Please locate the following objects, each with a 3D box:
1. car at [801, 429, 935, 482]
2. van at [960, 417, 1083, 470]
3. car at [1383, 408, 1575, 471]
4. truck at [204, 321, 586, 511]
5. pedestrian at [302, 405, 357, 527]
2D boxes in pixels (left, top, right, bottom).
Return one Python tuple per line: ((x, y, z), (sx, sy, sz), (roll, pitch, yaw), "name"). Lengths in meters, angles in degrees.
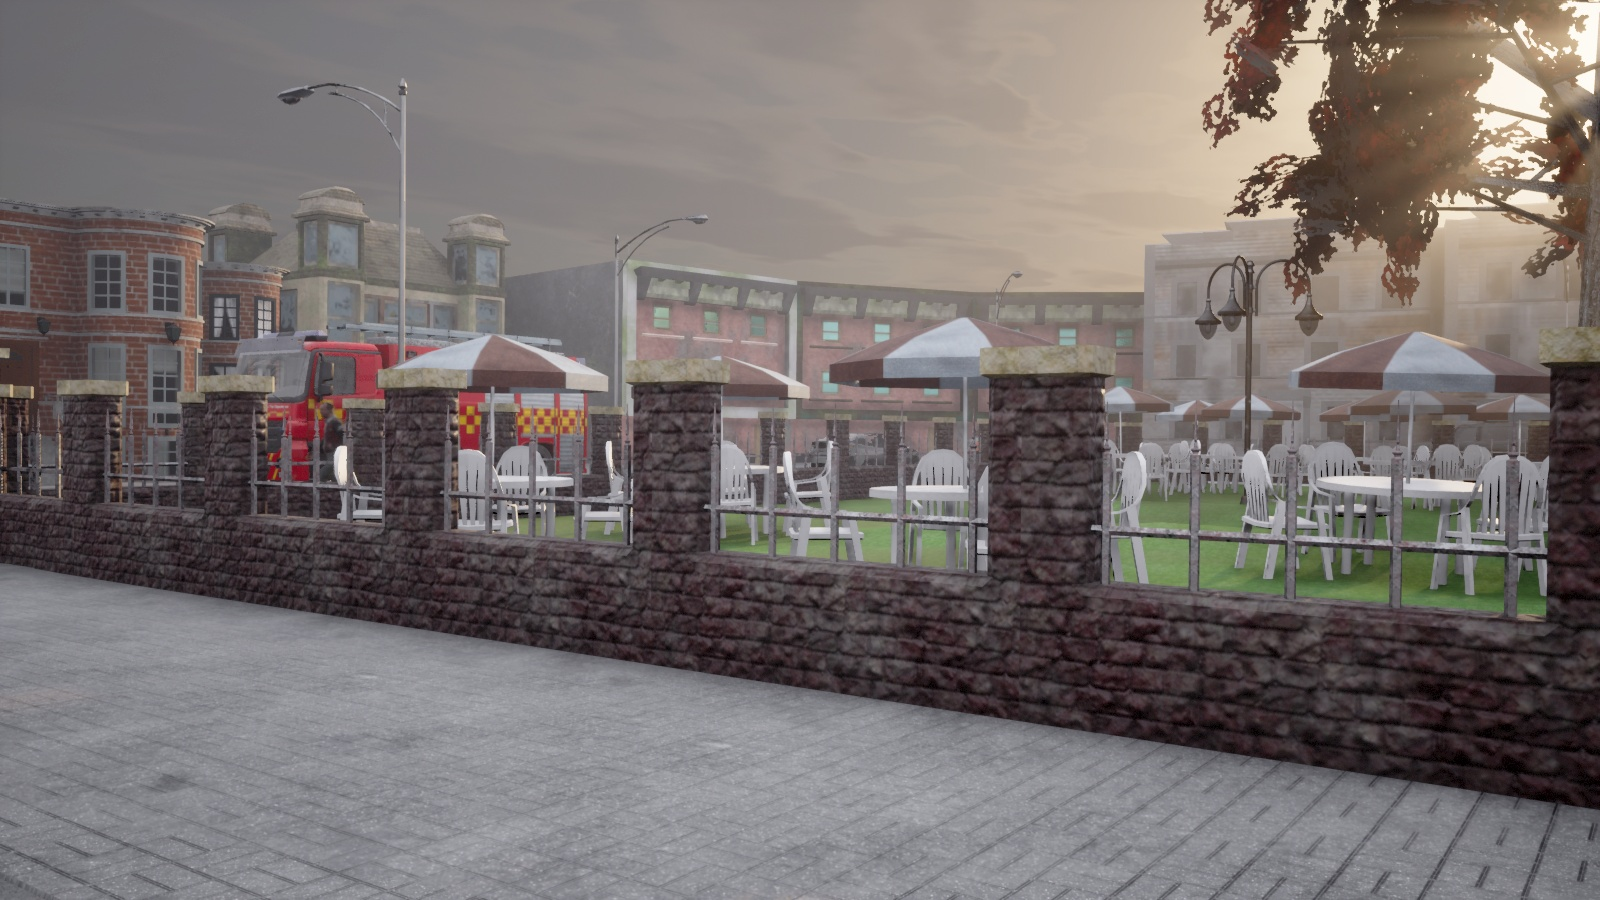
((2.156, 0.130, 38.719), (2.007, 1.525, 4.514), (0, 1, 35), "car")
((8.686, -0.268, 49.439), (4.442, 1.987, 1.775), (-1, 1, -5), "van")
((23.300, -0.350, 43.196), (5.566, 2.045, 2.150), (0, 1, 35), "car")
((-9.172, -0.755, 29.677), (2.891, 3.827, 8.468), (0, 1, 36), "truck")
((-7.287, 0.241, 19.446), (0.720, 1.854, 0.376), (-1, 1, -30), "pedestrian")
